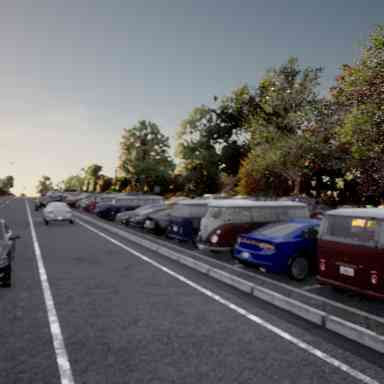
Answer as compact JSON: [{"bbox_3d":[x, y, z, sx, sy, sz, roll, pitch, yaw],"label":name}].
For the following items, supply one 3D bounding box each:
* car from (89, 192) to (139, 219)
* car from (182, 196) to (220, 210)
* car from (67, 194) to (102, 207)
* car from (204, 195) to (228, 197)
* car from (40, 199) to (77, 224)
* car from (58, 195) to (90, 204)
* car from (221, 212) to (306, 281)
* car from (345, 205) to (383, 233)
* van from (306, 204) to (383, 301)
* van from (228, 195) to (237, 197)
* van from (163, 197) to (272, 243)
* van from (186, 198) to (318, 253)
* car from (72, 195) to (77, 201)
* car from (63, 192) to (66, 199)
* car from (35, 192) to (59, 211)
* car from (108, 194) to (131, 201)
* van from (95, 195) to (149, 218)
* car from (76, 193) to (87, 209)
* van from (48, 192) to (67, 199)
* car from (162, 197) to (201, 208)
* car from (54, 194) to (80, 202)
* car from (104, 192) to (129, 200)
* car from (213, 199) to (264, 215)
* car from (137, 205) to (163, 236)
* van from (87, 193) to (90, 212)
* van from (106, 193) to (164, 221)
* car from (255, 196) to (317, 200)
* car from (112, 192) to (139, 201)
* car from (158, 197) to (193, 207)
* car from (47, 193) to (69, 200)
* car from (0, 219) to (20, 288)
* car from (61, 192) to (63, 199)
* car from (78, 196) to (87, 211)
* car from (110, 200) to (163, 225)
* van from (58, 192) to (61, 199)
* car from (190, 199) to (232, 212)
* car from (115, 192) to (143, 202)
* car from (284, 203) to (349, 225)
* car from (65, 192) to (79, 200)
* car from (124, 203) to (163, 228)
[{"bbox_3d":[-5.230,1.265,27.588,5.566,2.045,2.435,1,0,-27],"label":"car"},{"bbox_3d":[1.217,1.425,43.934,4.553,1.767,2.185,1,0,-27],"label":"car"},{"bbox_3d":[-15.367,1.243,47.594,4.553,1.767,2.185,1,0,-27],"label":"car"},{"bbox_3d":[3.725,1.336,38.979,5.566,2.045,2.435,1,0,-27],"label":"car"},{"bbox_3d":[-9.864,1.496,24.351,1.812,1.442,4.674,1,0,-26],"label":"car"},{"bbox_3d":[-20.412,1.296,57.609,5.008,1.535,2.097,1,0,-27],"label":"car"},{"bbox_3d":[3.658,1.566,10.085,5.008,1.535,2.097,1,0,-27],"label":"car"},{"bbox_3d":[12.642,1.676,21.713,5.366,1.575,1.946,1,0,-27],"label":"car"},{"bbox_3d":[5.035,1.337,7.641,4.442,1.987,1.878,1,0,-27],"label":"van"},{"bbox_3d":[6.311,1.398,34.068,4.442,1.987,1.878,1,0,-27],"label":"van"},{"bbox_3d":[1.234,1.342,15.145,4.442,1.987,1.878,1,0,-27],"label":"van"},{"bbox_3d":[2.292,1.342,12.540,4.442,1.987,1.878,1,0,-27],"label":"van"},{"bbox_3d":[-11.544,1.464,40.105,4.674,1.452,2.002,1,0,-27],"label":"car"},{"bbox_3d":[-14.097,1.136,45.094,5.566,2.045,2.435,1,0,-27],"label":"car"},{"bbox_3d":[-17.274,1.242,39.048,2.097,1.767,4.553,1,0,-27],"label":"car"},{"bbox_3d":[-17.694,1.282,81.190,5.008,1.535,2.097,1,0,-27],"label":"car"},{"bbox_3d":[-6.369,1.273,30.155,4.442,1.987,1.878,1,0,-27],"label":"van"},{"bbox_3d":[-10.245,1.317,37.619,4.553,1.767,2.185,1,0,-27],"label":"car"},{"bbox_3d":[-35.499,0.895,87.671,4.442,1.987,1.878,1,0,-27],"label":"van"},{"bbox_3d":[-1.485,1.509,48.788,5.366,1.575,1.946,1,0,-27],"label":"car"},{"bbox_3d":[-25.448,1.252,67.628,4.792,1.488,2.163,1,0,-27],"label":"car"},{"bbox_3d":[-18.971,1.017,83.666,5.566,2.045,2.435,1,0,-27],"label":"car"},{"bbox_3d":[5.117,1.603,36.574,5.366,1.575,1.946,1,0,-27],"label":"car"},{"bbox_3d":[-0.113,1.596,17.605,4.792,1.488,2.163,1,0,-27],"label":"car"},{"bbox_3d":[-7.635,1.255,32.656,4.442,1.987,1.878,1,0,-27],"label":"van"},{"bbox_3d":[-3.836,1.309,25.155,4.442,1.987,1.878,1,0,-27],"label":"van"},{"bbox_3d":[8.691,1.403,29.048,5.566,2.045,2.435,1,0,-27],"label":"car"},{"bbox_3d":[-15.197,1.062,76.211,5.566,2.045,2.435,1,0,-27],"label":"car"},{"bbox_3d":[-2.569,1.497,51.351,4.892,1.521,2.231,1,0,-27],"label":"car"},{"bbox_3d":[-34.343,1.129,85.115,5.008,1.535,2.097,1,0,-27],"label":"car"},{"bbox_3d":[-5.730,1.475,8.791,2.128,1.511,4.902,1,0,-27],"label":"car"},{"bbox_3d":[-17.845,1.207,52.624,4.553,1.767,2.185,1,0,-27],"label":"car"},{"bbox_3d":[-9.014,1.462,35.101,4.892,1.521,2.231,1,0,-27],"label":"car"},{"bbox_3d":[-2.668,1.547,22.601,4.892,1.521,2.231,1,0,-27],"label":"car"},{"bbox_3d":[-19.242,1.087,55.057,4.442,1.987,1.878,1,0,-27],"label":"van"},{"bbox_3d":[2.417,1.598,41.430,4.792,1.488,2.163,1,0,-27],"label":"car"},{"bbox_3d":[-13.993,1.079,73.837,5.566,2.045,2.435,1,0,-27],"label":"car"},{"bbox_3d":[9.993,1.695,26.599,4.792,1.488,2.163,1,0,-27],"label":"car"},{"bbox_3d":[-12.831,1.154,42.593,5.566,2.045,2.435,1,0,-27],"label":"car"},{"bbox_3d":[-1.410,1.598,20.096,4.674,1.452,2.002,1,0,-27],"label":"car"}]
